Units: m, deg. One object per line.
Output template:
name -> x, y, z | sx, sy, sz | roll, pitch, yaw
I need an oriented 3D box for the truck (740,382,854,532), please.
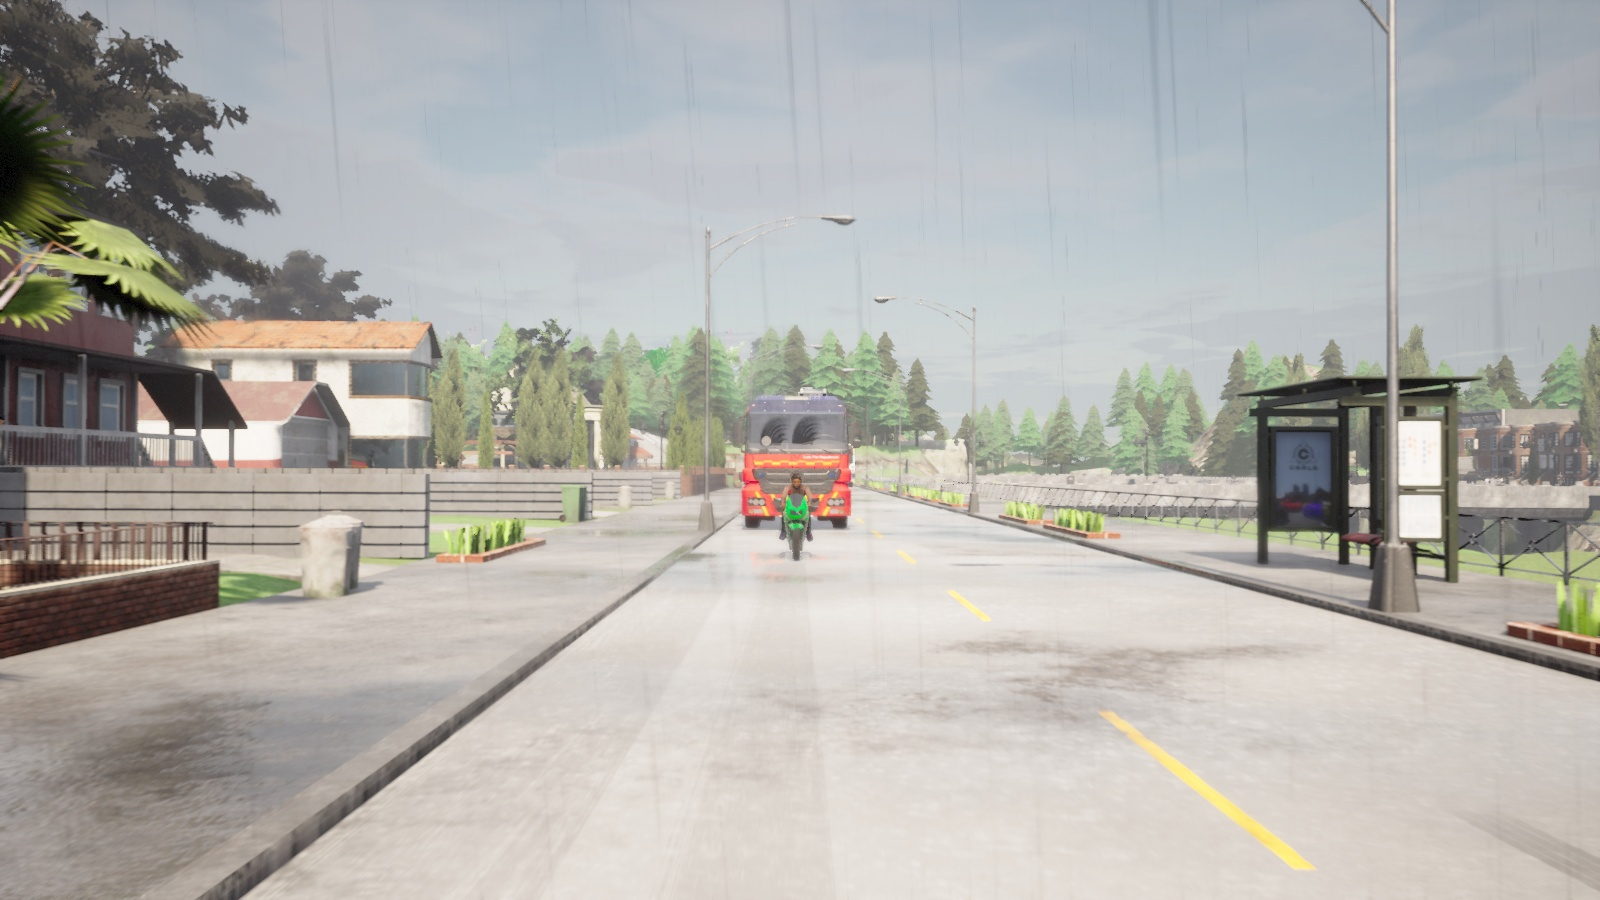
truck -> -0.091, 0.259, 36.382 | 2.891, 3.827, 8.468 | 0, -1, 0

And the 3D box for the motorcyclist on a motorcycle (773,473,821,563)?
motorcyclist on a motorcycle -> -0.053, 1.170, 22.274 | 0.797, 1.523, 2.044 | 0, -1, 0
